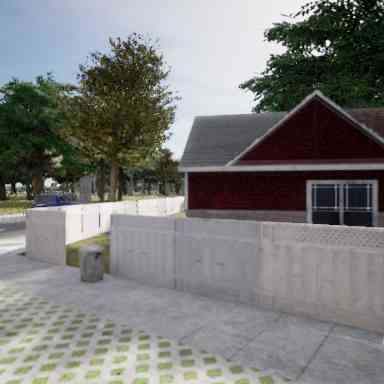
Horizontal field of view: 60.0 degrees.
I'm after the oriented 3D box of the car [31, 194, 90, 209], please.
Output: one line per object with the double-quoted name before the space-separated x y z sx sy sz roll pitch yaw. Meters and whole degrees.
"car" -9.697 1.143 25.197 2.150 2.045 5.566 0 0 12
